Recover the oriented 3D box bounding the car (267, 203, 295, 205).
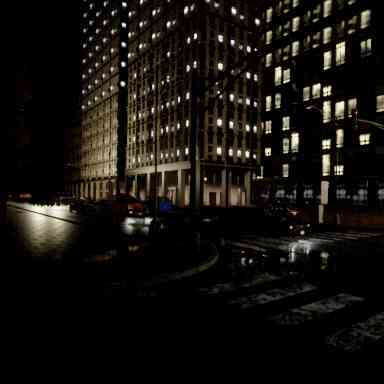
[{"bbox_3d":[5.779,1.505,23.925,1.967,1.590,4.097,1,-1,-35],"label":"car"}]

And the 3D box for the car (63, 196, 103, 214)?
[{"bbox_3d":[-10.856,1.427,32.909,2.008,1.369,4.403,1,-1,-35],"label":"car"}]

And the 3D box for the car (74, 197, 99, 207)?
[{"bbox_3d":[-16.061,1.517,50.269,2.033,1.411,5.357,1,-1,-36],"label":"car"}]

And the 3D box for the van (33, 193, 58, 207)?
[{"bbox_3d":[-20.647,1.197,46.740,1.690,1.788,3.998,1,-1,-35],"label":"van"}]

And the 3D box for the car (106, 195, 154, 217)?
[{"bbox_3d":[-5.660,1.286,30.063,2.097,1.767,4.553,1,-1,-35],"label":"car"}]

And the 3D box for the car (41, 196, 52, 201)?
[{"bbox_3d":[-36.669,1.570,83.845,1.802,1.307,4.206,1,-1,-35],"label":"car"}]

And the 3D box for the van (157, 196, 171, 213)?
[{"bbox_3d":[-4.015,1.382,37.754,1.690,1.788,3.998,1,-1,-35],"label":"van"}]

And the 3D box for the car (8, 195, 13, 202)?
[{"bbox_3d":[-36.976,1.397,69.784,1.947,1.339,4.313,1,-1,-35],"label":"car"}]

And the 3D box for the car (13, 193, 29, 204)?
[{"bbox_3d":[-30.442,1.155,60.568,2.192,1.841,5.009,1,-1,-35],"label":"car"}]

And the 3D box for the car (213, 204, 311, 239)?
[{"bbox_3d":[3.466,1.509,17.549,2.033,1.411,5.357,1,-1,-39],"label":"car"}]

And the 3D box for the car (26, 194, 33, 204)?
[{"bbox_3d":[-23.916,1.432,51.346,1.802,1.307,4.206,1,-1,-35],"label":"car"}]

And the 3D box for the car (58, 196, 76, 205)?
[{"bbox_3d":[-22.192,1.464,58.922,1.837,1.490,4.892,1,-1,-35],"label":"car"}]

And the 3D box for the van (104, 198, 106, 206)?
[{"bbox_3d":[-10.545,1.368,46.974,1.690,1.788,3.998,1,-1,-35],"label":"van"}]

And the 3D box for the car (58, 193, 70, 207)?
[{"bbox_3d":[-19.080,1.132,49.171,2.150,2.045,5.566,1,-1,-35],"label":"car"}]

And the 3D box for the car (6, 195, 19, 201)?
[{"bbox_3d":[-40.240,1.378,74.394,2.008,1.369,4.403,1,-1,-35],"label":"car"}]

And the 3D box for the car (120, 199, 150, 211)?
[{"bbox_3d":[-7.284,1.584,42.362,2.008,1.369,4.403,1,-1,-35],"label":"car"}]
